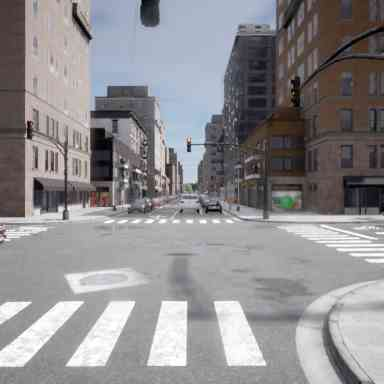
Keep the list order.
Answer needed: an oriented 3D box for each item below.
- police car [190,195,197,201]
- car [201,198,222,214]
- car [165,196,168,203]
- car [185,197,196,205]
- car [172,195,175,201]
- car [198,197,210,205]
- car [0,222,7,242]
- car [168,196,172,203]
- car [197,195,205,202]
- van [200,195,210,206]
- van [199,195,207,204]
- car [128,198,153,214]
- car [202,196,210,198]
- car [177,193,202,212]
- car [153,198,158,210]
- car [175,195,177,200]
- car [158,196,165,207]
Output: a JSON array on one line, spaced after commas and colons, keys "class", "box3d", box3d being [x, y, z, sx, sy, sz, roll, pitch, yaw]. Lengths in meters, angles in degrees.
[{"class": "police car", "box3d": [0.440, 1.599, 90.193, 1.930, 1.638, 5.238, 0, 0, 0]}, {"class": "car", "box3d": [2.276, 1.606, 36.116, 1.947, 1.339, 4.313, 0, 0, 0]}, {"class": "car", "box3d": [-5.759, 1.634, 58.156, 2.008, 1.369, 4.403, 0, 0, 0]}, {"class": "car", "box3d": [-0.274, 1.647, 64.588, 2.033, 1.411, 5.357, 0, 0, 0]}, {"class": "car", "box3d": [-5.769, 1.694, 80.199, 2.008, 1.369, 4.403, 0, 0, 0]}, {"class": "car", "box3d": [2.263, 1.647, 63.671, 2.008, 1.369, 4.403, 0, 0, 0]}, {"class": "car", "box3d": [-10.256, 1.383, 13.821, 4.553, 1.767, 2.097, 0, 0, 0]}, {"class": "car", "box3d": [-5.764, 1.552, 69.178, 1.967, 1.590, 4.097, 0, 0, 0]}, {"class": "car", "box3d": [2.253, 1.600, 85.714, 1.967, 1.590, 4.097, 0, 0, 0]}, {"class": "van", "box3d": [2.266, 1.424, 58.160, 1.690, 1.788, 3.998, 0, 0, 0]}, {"class": "van", "box3d": [2.261, 1.453, 69.182, 1.690, 1.788, 3.998, 0, 0, 0]}, {"class": "car", "box3d": [-5.749, 1.480, 36.113, 1.967, 1.590, 4.097, 0, 0, 0]}, {"class": "car", "box3d": [2.271, 1.641, 47.139, 1.802, 1.307, 4.206, 0, 0, 0]}, {"class": "car", "box3d": [-0.265, 1.266, 39.116, 2.150, 2.045, 5.566, 0, 0, -1]}, {"class": "car", "box3d": [-5.751, 1.489, 41.624, 1.967, 1.590, 4.097, 0, 0, 0]}, {"class": "car", "box3d": [-5.774, 1.721, 91.221, 1.887, 1.381, 4.507, 0, 0, 0]}, {"class": "car", "box3d": [-5.756, 1.653, 52.645, 1.802, 1.307, 4.206, 0, 0, 0]}]
